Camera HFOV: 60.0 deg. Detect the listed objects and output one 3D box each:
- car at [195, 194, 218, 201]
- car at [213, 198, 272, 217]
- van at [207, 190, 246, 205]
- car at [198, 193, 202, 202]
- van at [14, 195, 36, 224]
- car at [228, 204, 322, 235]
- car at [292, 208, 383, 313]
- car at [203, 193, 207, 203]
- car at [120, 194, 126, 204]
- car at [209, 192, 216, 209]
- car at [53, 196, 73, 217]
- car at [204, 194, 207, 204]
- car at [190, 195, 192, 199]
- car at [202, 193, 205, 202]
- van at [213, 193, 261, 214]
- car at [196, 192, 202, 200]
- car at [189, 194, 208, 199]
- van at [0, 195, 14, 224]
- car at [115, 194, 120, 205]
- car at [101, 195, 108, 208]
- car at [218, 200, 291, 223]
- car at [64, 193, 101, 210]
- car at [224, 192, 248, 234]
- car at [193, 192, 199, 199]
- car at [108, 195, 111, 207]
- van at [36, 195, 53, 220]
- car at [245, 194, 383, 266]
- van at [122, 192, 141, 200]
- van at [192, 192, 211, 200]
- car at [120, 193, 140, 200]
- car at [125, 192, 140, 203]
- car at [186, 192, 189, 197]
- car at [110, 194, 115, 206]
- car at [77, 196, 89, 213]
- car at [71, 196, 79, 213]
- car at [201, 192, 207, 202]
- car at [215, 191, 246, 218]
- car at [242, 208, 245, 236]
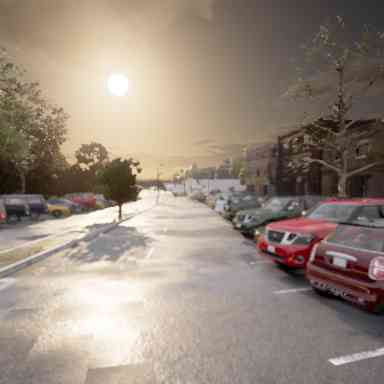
[{"bbox_3d":[3.301,1.309,76.165,4.674,1.452,2.002,1,0,-24],"label":"car"},{"bbox_3d":[4.657,1.400,30.926,5.008,1.535,2.097,1,0,-20],"label":"car"},{"bbox_3d":[4.497,1.149,39.913,4.442,1.987,1.878,1,0,-21],"label":"van"},{"bbox_3d":[4.248,1.323,58.067,5.008,1.535,2.097,1,0,-22],"label":"car"},{"bbox_3d":[-13.394,1.217,22.758,4.442,1.987,1.878,-1,0,-20],"label":"van"},{"bbox_3d":[4.680,1.462,18.893,4.792,1.488,2.163,1,0,-20],"label":"car"},{"bbox_3d":[4.720,1.339,6.874,4.553,1.767,2.185,1,0,-20],"label":"car"},{"bbox_3d":[4.548,1.359,45.985,5.008,1.535,2.097,1,0,-21],"label":"car"},{"bbox_3d":[-13.941,1.395,55.377,4.792,1.488,2.163,-1,0,-22],"label":"car"},{"bbox_3d":[4.694,1.158,27.934,5.566,2.045,2.435,1,0,-20],"label":"car"},{"bbox_3d":[-13.356,1.424,28.735,5.366,1.575,1.946,-1,0,-20],"label":"car"},{"bbox_3d":[4.747,1.367,43.043,5.366,1.575,1.946,1,0,-21],"label":"car"},{"bbox_3d":[2.844,1.253,82.190,4.892,1.521,2.231,1,0,-25],"label":"car"},{"bbox_3d":[4.477,1.351,49.003,4.892,1.521,2.231,1,0,-21],"label":"car"},{"bbox_3d":[4.535,1.165,33.889,4.442,1.987,1.878,1,0,-20],"label":"van"},{"bbox_3d":[4.014,1.305,64.100,5.008,1.535,2.097,1,0,-23],"label":"car"},{"bbox_3d":[1.883,1.253,94.193,4.792,1.488,2.163,1,0,-26],"label":"car"},{"bbox_3d":[-13.376,1.225,19.781,4.442,1.987,1.878,-1,0,-20],"label":"van"},{"bbox_3d":[-13.739,1.379,49.470,5.008,1.535,2.097,-1,0,-21],"label":"car"},{"bbox_3d":[-13.436,1.395,40.637,5.366,1.575,1.946,-1,0,-20],"label":"car"},{"bbox_3d":[4.684,1.416,24.916,5.008,1.535,2.097,1,0,-20],"label":"car"},{"bbox_3d":[-13.610,1.157,37.582,5.566,2.045,2.435,-1,0,-20],"label":"car"},{"bbox_3d":[4.699,1.189,15.884,5.566,2.045,2.435,1,0,-20],"label":"car"},{"bbox_3d":[3.837,1.044,67.103,5.566,2.045,2.435,1,0,-23],"label":"car"},{"bbox_3d":[-13.636,1.394,43.537,4.892,1.521,2.231,-1,0,-21],"label":"car"},{"bbox_3d":[-13.411,1.210,25.736,4.442,1.987,1.878,-1,0,-20],"label":"van"},{"bbox_3d":[4.722,1.205,9.870,5.566,2.045,2.435,1,0,-20],"label":"car"},{"bbox_3d":[-15.963,1.063,87.944,4.442,1.987,1.878,-1,0,-25],"label":"van"},{"bbox_3d":[2.479,1.016,85.147,4.442,1.987,1.878,1,0,-25],"label":"van"},{"bbox_3d":[-15.751,1.172,84.958,4.553,1.767,2.185,-1,0,-25],"label":"car"},{"bbox_3d":[-15.683,1.304,81.918,5.366,1.575,1.946,-1,1,-25],"label":"car"},{"bbox_3d":[1.843,1.221,91.132,5.366,1.575,1.946,1,0,-26],"label":"car"},{"bbox_3d":[-13.661,1.260,46.514,4.553,1.767,2.185,-1,0,-21],"label":"car"},{"bbox_3d":[-13.537,1.444,34.635,4.792,1.488,2.163,-1,0,-20],"label":"car"},{"bbox_3d":[-13.573,1.452,31.631,4.792,1.488,2.163,-1,0,-20],"label":"car"},{"bbox_3d":[4.404,1.215,52.022,4.553,1.767,2.185,1,0,-22],"label":"car"},{"bbox_3d":[4.721,1.173,21.926,5.566,2.045,2.435,1,0,-20],"label":"car"},{"bbox_3d":[4.706,1.478,12.881,4.792,1.488,2.163,1,0,-20],"label":"car"}]
